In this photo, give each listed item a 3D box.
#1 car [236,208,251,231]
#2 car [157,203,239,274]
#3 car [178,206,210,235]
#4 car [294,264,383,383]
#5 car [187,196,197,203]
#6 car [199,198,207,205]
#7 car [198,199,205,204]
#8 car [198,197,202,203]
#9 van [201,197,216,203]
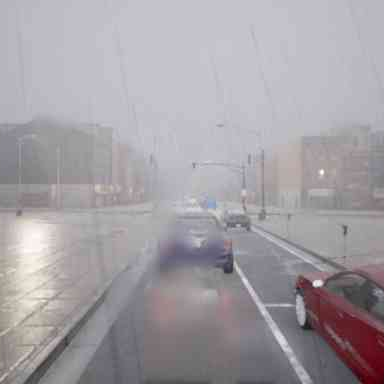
[{"bbox_3d":[2.623,1.677,20.984,2.008,1.369,4.403,-1,0,0],"label":"car"},{"bbox_3d":[0.097,1.410,10.911,2.097,1.767,4.553,0,0,0],"label":"car"},{"bbox_3d":[0.127,1.650,20.729,1.812,1.442,4.674,0,0,1],"label":"car"},{"bbox_3d":[2.626,1.565,4.108,1.887,1.381,4.507,-1,0,0],"label":"car"},{"bbox_3d":[-0.007,1.976,77.915,2.150,2.045,5.566,0,-1,0],"label":"car"},{"bbox_3d":[2.610,2.226,79.682,1.967,1.590,4.097,-1,-1,0],"label":"car"},{"bbox_3d":[2.611,2.620,95.549,1.802,1.307,4.206,-2,-1,0],"label":"car"},{"bbox_3d":[2.611,1.811,58.525,2.192,1.841,5.009,-1,-1,0],"label":"car"},{"bbox_3d":[2.614,1.716,47.944,1.690,1.788,3.998,-1,-1,0],"label":"van"}]
